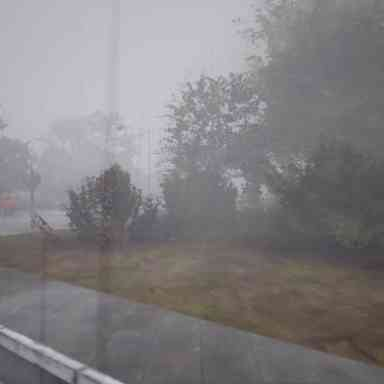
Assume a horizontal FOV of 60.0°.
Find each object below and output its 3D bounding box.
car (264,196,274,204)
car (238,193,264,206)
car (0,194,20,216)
[{"bbox_3d":[15.051,1.487,63.259,2.128,1.511,4.902,0,0,32],"label":"car"},{"bbox_3d":[9.333,1.217,54.196,2.150,2.045,5.566,0,0,32],"label":"car"},{"bbox_3d":[-18.551,1.214,30.148,2.150,2.045,5.566,0,0,30],"label":"car"}]
